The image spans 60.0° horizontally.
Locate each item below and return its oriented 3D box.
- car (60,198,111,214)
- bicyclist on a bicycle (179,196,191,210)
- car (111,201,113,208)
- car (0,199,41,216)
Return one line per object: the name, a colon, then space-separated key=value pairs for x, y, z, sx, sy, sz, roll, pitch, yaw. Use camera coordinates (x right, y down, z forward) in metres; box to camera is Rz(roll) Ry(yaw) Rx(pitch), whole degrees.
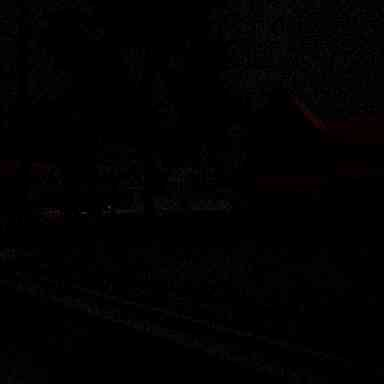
car: x=-11.311 y=1.477 z=34.862 sx=1.882 sy=1.535 sz=5.008 roll=0 pitch=0 yaw=34
bicyclist on a bicycle: x=-0.832 y=1.224 z=38.252 sx=1.656 sy=1.620 sz=0.582 roll=0 pitch=0 yaw=34
car: x=-11.801 y=1.506 z=40.722 sx=1.837 sy=1.490 sz=4.892 roll=0 pitch=0 yaw=34
car: x=-17.363 y=1.505 z=32.522 sx=1.837 sy=1.490 sz=4.892 roll=0 pitch=0 yaw=34
